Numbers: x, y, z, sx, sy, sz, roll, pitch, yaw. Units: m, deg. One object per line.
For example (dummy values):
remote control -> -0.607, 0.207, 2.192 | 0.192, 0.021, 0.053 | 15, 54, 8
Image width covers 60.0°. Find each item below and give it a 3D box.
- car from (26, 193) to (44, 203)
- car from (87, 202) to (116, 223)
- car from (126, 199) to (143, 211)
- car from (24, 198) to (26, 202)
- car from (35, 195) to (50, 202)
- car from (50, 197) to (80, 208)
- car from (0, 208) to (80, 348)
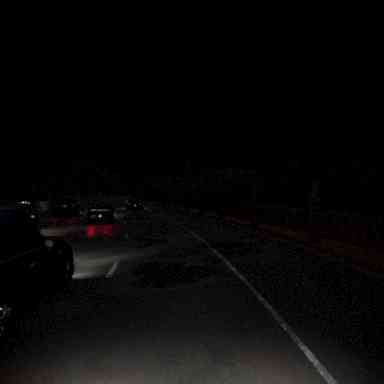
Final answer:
car -> -32.007, 1.301, 68.980 | 2.150, 2.045, 5.566 | 0, 0, -14
car -> -7.055, 1.509, 25.984 | 2.128, 1.511, 4.902 | 0, 0, -13
car -> -7.281, 1.583, 41.926 | 1.994, 1.385, 4.181 | 0, 0, -14
car -> -37.740, 1.617, 77.692 | 2.033, 1.411, 5.357 | 0, 0, -14
car -> -26.169, 1.663, 59.789 | 1.895, 1.301, 4.718 | 0, 0, -13
car -> -12.256, 1.382, 32.741 | 2.097, 1.767, 4.553 | 0, 0, -13
car -> -3.857, 1.361, 6.366 | 2.097, 1.767, 4.553 | 0, 0, -4
